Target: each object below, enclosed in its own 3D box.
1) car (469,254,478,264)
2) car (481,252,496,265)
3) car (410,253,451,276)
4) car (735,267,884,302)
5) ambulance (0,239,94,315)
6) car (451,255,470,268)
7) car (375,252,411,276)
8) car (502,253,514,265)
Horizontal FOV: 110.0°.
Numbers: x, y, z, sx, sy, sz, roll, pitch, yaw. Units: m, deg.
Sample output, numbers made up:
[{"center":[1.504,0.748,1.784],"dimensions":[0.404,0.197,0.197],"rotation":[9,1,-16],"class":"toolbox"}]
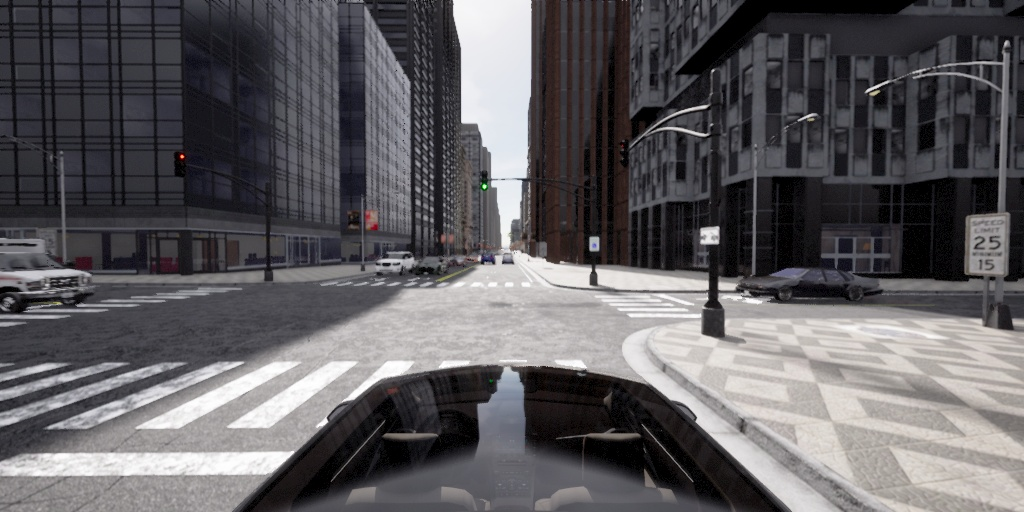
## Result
[{"center":[-7.236,0.468,64.576],"dimensions":[2.097,1.767,4.553],"rotation":[0,1,-1],"class":"car"},{"center":[-3.918,0.349,58.779],"dimensions":[2.150,2.045,5.566],"rotation":[0,1,-1],"class":"car"},{"center":[-6.934,0.780,31.048],"dimensions":[2.097,1.767,4.553],"rotation":[0,1,-1],"class":"car"},{"center":[12.925,1.191,15.716],"dimensions":[5.357,1.411,2.033],"rotation":[0,1,-1],"class":"car"},{"center":[-18.350,0.618,12.191],"dimensions":[6.366,2.431,2.351],"rotation":[0,1,-1],"class":"ambulance"},{"center":[-7.105,0.820,46.820],"dimensions":[1.994,1.385,4.181],"rotation":[0,1,0],"class":"car"},{"center":[-10.189,0.642,31.685],"dimensions":[2.150,2.045,5.566],"rotation":[0,1,-1],"class":"car"},{"center":[-0.673,0.687,59.206],"dimensions":[1.994,1.385,4.181],"rotation":[0,1,-1],"class":"car"}]
